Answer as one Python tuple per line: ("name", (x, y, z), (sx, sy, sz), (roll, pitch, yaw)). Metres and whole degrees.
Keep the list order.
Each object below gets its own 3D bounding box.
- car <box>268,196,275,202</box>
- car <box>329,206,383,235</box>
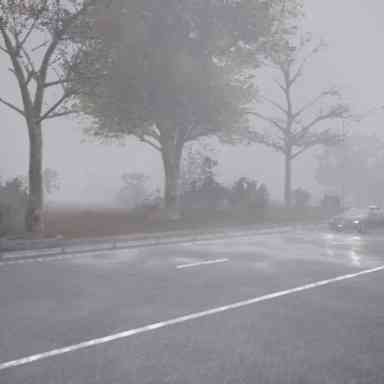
("car", (16.940, 1.668, 74.527), (1.837, 1.490, 4.892), (0, -1, -21))
("car", (9.882, 1.535, 19.099), (4.674, 1.442, 1.812), (0, 0, -33))
